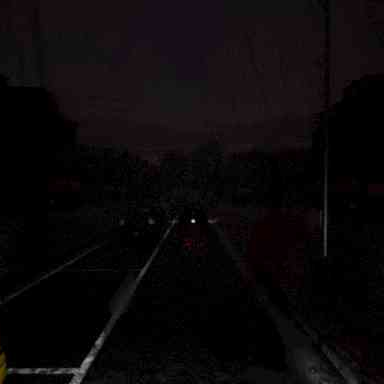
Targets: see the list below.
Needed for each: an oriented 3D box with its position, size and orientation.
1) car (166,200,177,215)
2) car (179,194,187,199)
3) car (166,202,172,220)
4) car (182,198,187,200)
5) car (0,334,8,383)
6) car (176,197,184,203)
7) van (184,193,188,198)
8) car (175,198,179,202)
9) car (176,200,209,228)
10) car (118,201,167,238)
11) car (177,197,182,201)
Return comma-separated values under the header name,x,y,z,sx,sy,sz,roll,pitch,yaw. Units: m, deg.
name,x,y,z,sx,sy,sz,roll,pitch,yaw
car,-2.674,1.608,28.641,2.008,1.369,4.403,-2,0,0
car,-2.702,1.731,71.761,1.967,1.590,4.097,-2,0,0
car,-2.667,1.621,23.189,1.802,1.307,4.206,-1,0,0
car,0.077,1.705,39.722,1.895,1.301,4.718,0,0,0
car,-2.658,1.525,1.235,1.752,1.417,4.829,-1,0,0
car,-2.701,1.847,77.128,1.752,1.417,4.829,-2,0,0
van,-2.711,1.705,93.918,1.690,1.788,3.998,-1,0,0
car,-2.677,1.630,34.090,2.008,1.369,4.403,-2,0,0
car,0.087,1.539,22.480,1.837,1.490,4.892,0,-1,0
car,-2.671,1.462,17.747,1.967,1.590,4.097,-2,0,0
car,-2.682,1.712,44.984,1.802,1.307,4.206,-2,0,0
